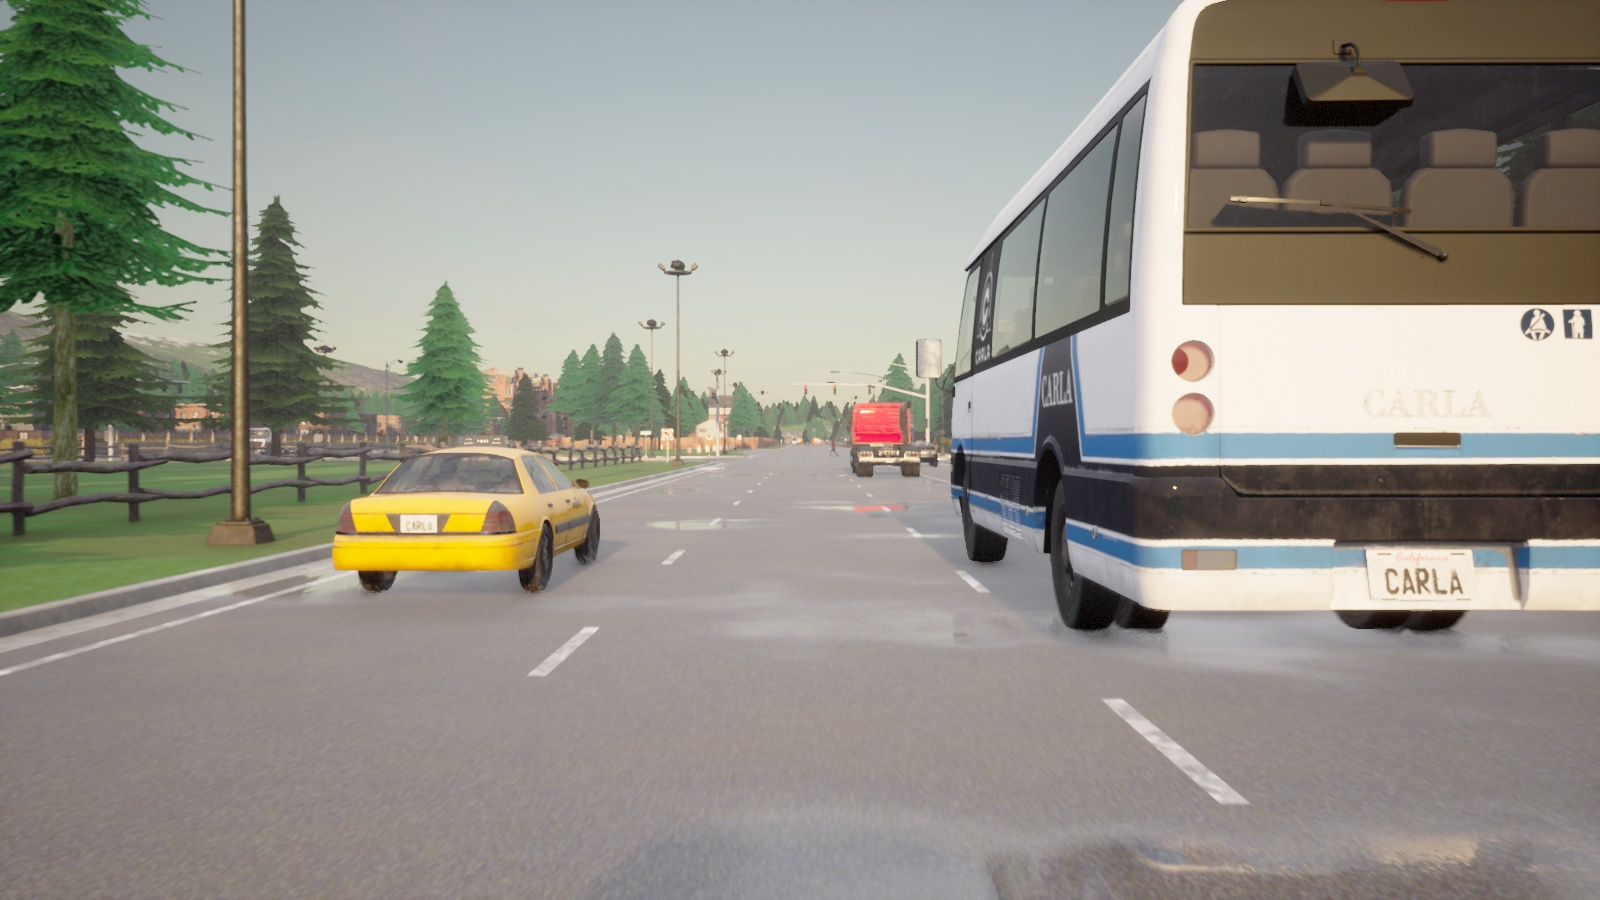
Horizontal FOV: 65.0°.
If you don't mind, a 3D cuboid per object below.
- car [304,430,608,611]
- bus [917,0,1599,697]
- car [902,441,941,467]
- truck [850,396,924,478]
[{"bbox_3d":[-3.407,0.600,13.630,1.801,1.575,5.366,0,0,0],"label":"car"},{"bbox_3d":[3.588,-0.703,12.517,3.944,4.253,10.273,0,0,0],"label":"bus"},{"bbox_3d":[7.456,0.231,77.381,2.007,1.525,4.514,0,0,0],"label":"car"},{"bbox_3d":[3.842,-0.579,57.345,2.891,3.462,7.936,0,0,0],"label":"truck"}]
